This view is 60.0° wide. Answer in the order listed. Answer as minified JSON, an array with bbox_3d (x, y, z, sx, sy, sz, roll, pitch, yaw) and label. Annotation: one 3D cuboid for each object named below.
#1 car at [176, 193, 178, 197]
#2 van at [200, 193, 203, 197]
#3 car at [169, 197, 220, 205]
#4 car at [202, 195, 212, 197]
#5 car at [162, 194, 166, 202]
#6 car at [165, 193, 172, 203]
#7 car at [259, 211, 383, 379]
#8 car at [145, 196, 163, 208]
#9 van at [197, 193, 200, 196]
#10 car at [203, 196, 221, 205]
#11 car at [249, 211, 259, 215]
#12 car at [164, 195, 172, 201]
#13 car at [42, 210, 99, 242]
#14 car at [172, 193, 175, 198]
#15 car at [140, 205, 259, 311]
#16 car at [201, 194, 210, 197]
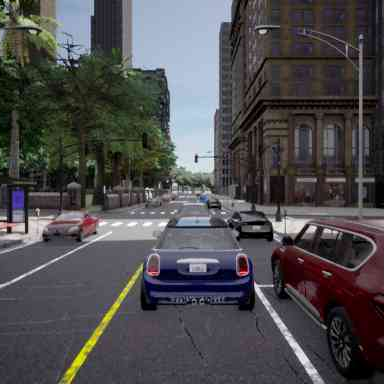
[{"bbox_3d":[-5.756,1.231,91.530,2.192,1.841,5.009,0,0,0],"label":"car"},{"bbox_3d":[2.765,1.305,58.988,1.690,1.788,3.998,0,0,0],"label":"van"},{"bbox_3d":[0.103,1.346,17.473,2.097,1.767,4.553,0,0,0],"label":"car"},{"bbox_3d":[2.765,1.540,48.147,1.947,1.339,4.313,0,0,0],"label":"car"},{"bbox_3d":[-5.760,1.409,53.588,1.967,1.590,4.097,0,0,0],"label":"car"},{"bbox_3d":[-5.758,1.390,69.849,1.967,1.590,4.097,0,0,0],"label":"car"},{"bbox_3d":[2.759,1.314,5.439,2.192,1.841,5.009,0,0,0],"label":"car"},{"bbox_3d":[-5.761,1.525,48.168,2.008,1.369,4.403,0,0,0],"label":"car"},{"bbox_3d":[2.768,1.276,80.669,1.690,1.788,3.998,0,0,0],"label":"van"},{"bbox_3d":[2.764,1.544,42.727,1.947,1.339,4.313,0,0,0],"label":"car"},{"bbox_3d":[2.761,1.561,16.290,1.947,1.339,4.313,0,0,0],"label":"car"},{"bbox_3d":[-5.757,1.460,80.520,1.752,1.417,4.829,0,0,0],"label":"car"},{"bbox_3d":[-5.764,1.577,16.309,1.802,1.307,4.206,0,0,0],"label":"car"},{"bbox_3d":[-5.758,1.258,75.269,2.192,1.841,5.009,0,0,0],"label":"car"},{"bbox_3d":[0.104,1.350,7.939,2.097,1.767,4.553,0,0,0],"label":"car"},{"bbox_3d":[2.765,1.494,53.737,1.752,1.417,4.829,0,0,0],"label":"car"}]
